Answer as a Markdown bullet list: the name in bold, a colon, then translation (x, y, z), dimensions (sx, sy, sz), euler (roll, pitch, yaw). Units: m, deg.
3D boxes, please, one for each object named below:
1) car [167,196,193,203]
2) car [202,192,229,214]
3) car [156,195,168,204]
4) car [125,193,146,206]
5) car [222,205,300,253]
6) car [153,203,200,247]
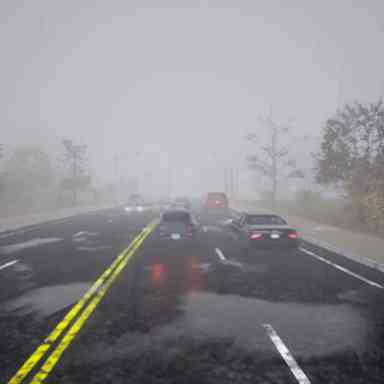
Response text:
- **car**: translation (-0.996, 1.251, 33.271), dimensions (2.128, 1.511, 4.902), euler (0, 0, 0)
- **car**: translation (2.259, 1.004, 32.343), dimensions (2.150, 2.045, 5.566), euler (0, 0, 0)
- **car**: translation (-4.310, 1.159, 50.243), dimensions (2.033, 1.411, 5.357), euler (0, 0, 1)
- **car**: translation (-7.639, 0.986, 45.316), dimensions (2.097, 1.767, 4.553), euler (0, 1, 1)
- **car**: translation (2.636, 1.474, 13.350), dimensions (2.033, 1.411, 5.357), euler (0, 0, -2)
- **car**: translation (-0.643, 1.425, 14.450), dimensions (1.812, 1.442, 4.674), euler (0, 1, -1)
